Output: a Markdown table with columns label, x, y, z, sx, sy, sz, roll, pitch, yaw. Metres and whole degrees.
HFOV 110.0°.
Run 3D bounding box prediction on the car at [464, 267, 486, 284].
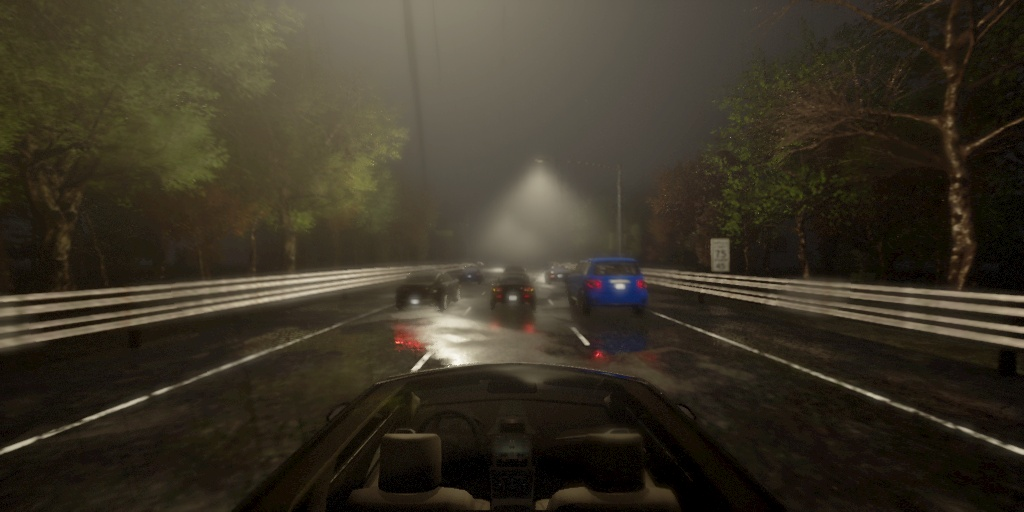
| label | x | y | z | sx | sy | sz | roll | pitch | yaw |
| --- | --- | --- | --- | --- | --- | --- | --- | --- | --- |
| car | -3.292 | 1.586 | 30.110 | 1.994 | 1.385 | 4.181 | 0 | 0 | 1 |

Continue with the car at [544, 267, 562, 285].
| label | x | y | z | sx | sy | sz | roll | pitch | yaw |
| --- | --- | --- | --- | --- | --- | --- | --- | --- | --- |
| car | 3.685 | 1.560 | 29.139 | 2.033 | 1.411 | 5.357 | 0 | -1 | 1 |

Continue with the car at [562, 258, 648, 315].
| label | x | y | z | sx | sy | sz | roll | pitch | yaw |
| --- | --- | --- | --- | --- | --- | --- | --- | --- | --- |
| car | 3.547 | 1.097 | 14.281 | 2.150 | 2.045 | 5.566 | 0 | 0 | 1 |

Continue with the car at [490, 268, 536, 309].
| label | x | y | z | sx | sy | sz | roll | pitch | yaw |
| --- | --- | --- | --- | --- | --- | --- | --- | --- | --- |
| car | 0.071 | 1.410 | 15.602 | 1.812 | 1.442 | 4.674 | 0 | 0 | 1 |

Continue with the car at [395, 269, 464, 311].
| label | x | y | z | sx | sy | sz | roll | pitch | yaw |
| --- | --- | --- | --- | --- | --- | --- | --- | --- | --- |
| car | -3.436 | 1.388 | 15.245 | 1.837 | 1.490 | 4.892 | 0 | 0 | 1 |

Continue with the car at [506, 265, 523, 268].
| label | x | y | z | sx | sy | sz | roll | pitch | yaw |
| --- | --- | --- | --- | --- | --- | --- | --- | --- | --- |
| car | 0.228 | 1.507 | 30.915 | 1.882 | 1.535 | 5.008 | 0 | 0 | 1 |
